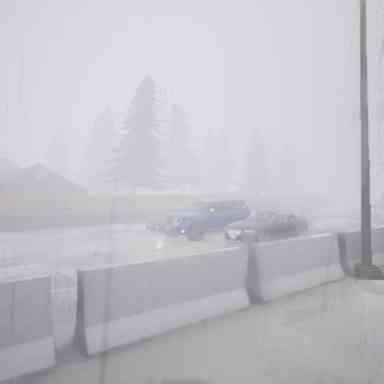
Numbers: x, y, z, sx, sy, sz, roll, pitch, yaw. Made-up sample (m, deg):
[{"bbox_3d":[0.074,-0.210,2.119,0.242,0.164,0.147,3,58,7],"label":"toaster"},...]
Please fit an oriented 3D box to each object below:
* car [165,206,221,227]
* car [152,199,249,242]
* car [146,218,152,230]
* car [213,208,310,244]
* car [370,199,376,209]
[{"bbox_3d":[0.129,1.866,26.550,4.181,1.385,1.994,0,-1,-41],"label":"car"},{"bbox_3d":[0.935,1.420,18.029,5.566,2.045,2.150,0,-1,-40],"label":"car"},{"bbox_3d":[-0.632,1.754,21.295,4.892,1.490,1.837,0,-1,-40],"label":"car"},{"bbox_3d":[3.633,1.645,15.748,4.902,1.511,2.128,0,-1,-40],"label":"car"},{"bbox_3d":[28.801,1.921,54.075,1.812,1.442,4.674,-1,-1,33],"label":"car"}]
